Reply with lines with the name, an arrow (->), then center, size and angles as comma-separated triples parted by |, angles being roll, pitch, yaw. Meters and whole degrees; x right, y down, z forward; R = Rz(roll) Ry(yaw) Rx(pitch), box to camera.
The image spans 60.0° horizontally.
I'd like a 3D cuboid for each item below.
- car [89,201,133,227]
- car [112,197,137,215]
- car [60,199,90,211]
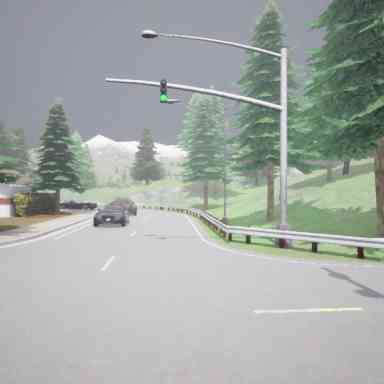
car -> -5.376, 1.529, 22.585 | 1.994, 1.385, 4.181 | 0, 0, -5
car -> -6.754, 1.303, 32.313 | 2.097, 1.767, 4.553 | 0, 0, -22
car -> -13.749, 1.545, 39.673 | 4.718, 1.301, 1.895 | 0, 0, 11
